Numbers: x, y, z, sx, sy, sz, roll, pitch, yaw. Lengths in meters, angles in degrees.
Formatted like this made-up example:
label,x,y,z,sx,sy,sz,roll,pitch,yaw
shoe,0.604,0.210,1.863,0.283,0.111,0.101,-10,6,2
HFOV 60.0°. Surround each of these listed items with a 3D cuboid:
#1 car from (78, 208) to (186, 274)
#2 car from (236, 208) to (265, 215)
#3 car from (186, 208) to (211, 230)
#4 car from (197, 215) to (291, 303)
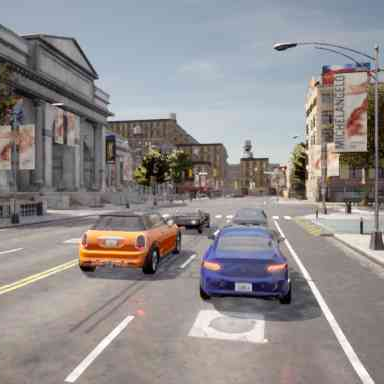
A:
label,x,y,z,sx,sy,sz,roll,pitch,yaw
car,-1.744,1.352,10.821,2.097,1.767,4.553,0,0,10
car,3.091,1.547,17.537,2.033,1.411,5.357,0,0,11
car,-0.065,1.601,19.609,1.895,1.301,4.718,0,0,11
car,1.314,1.526,8.176,1.812,1.442,4.674,0,0,10
